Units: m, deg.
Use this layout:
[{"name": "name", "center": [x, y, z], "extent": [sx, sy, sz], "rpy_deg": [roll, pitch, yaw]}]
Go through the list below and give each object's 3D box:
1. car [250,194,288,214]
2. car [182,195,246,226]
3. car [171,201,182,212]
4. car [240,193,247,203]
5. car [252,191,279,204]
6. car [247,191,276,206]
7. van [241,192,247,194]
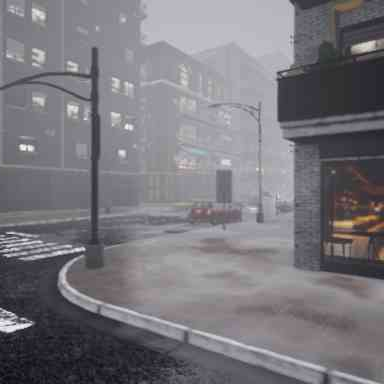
[{"name": "car", "center": [7.346, 1.207, 30.104], "extent": [2.008, 1.369, 4.403], "rpy_deg": [1, 1, 35]}, {"name": "car", "center": [1.508, 1.213, 21.471], "extent": [1.967, 1.590, 4.097], "rpy_deg": [1, 1, 35]}, {"name": "car", "center": [-0.183, 1.190, 33.098], "extent": [1.752, 1.417, 4.829], "rpy_deg": [1, 1, 35]}, {"name": "car", "center": [4.404, 1.127, 39.681], "extent": [2.008, 1.369, 4.403], "rpy_deg": [1, 1, 35]}, {"name": "car", "center": [10.886, 0.768, 49.007], "extent": [2.192, 1.841, 5.009], "rpy_deg": [1, 1, 35]}, {"name": "car", "center": [9.304, 0.877, 42.378], "extent": [2.097, 1.767, 4.553], "rpy_deg": [0, 1, 35]}, {"name": "van", "center": [7.645, 0.855, 44.343], "extent": [1.690, 1.788, 3.998], "rpy_deg": [1, 1, 35]}]
